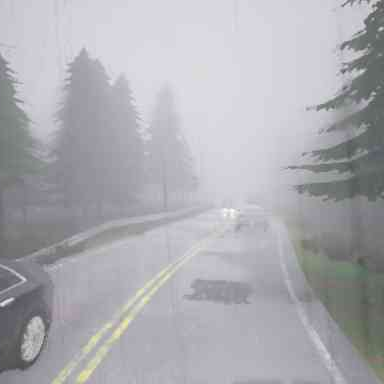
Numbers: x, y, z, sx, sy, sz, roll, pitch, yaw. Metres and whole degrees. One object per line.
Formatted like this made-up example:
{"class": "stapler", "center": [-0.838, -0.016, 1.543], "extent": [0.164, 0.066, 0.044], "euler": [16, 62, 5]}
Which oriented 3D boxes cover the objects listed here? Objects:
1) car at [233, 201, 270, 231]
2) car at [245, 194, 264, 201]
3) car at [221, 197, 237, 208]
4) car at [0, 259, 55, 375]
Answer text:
{"class": "car", "center": [3.856, 1.539, 20.972], "extent": [1.812, 1.442, 4.674], "euler": [2, 0, 13]}
{"class": "car", "center": [7.994, 1.212, 42.336], "extent": [2.150, 2.045, 5.566], "euler": [1, 0, 9]}
{"class": "car", "center": [5.002, 1.415, 45.251], "extent": [2.128, 1.511, 4.902], "euler": [1, 0, 8]}
{"class": "car", "center": [-3.023, 1.464, 2.914], "extent": [1.837, 1.490, 4.892], "euler": [0, 0, 5]}
